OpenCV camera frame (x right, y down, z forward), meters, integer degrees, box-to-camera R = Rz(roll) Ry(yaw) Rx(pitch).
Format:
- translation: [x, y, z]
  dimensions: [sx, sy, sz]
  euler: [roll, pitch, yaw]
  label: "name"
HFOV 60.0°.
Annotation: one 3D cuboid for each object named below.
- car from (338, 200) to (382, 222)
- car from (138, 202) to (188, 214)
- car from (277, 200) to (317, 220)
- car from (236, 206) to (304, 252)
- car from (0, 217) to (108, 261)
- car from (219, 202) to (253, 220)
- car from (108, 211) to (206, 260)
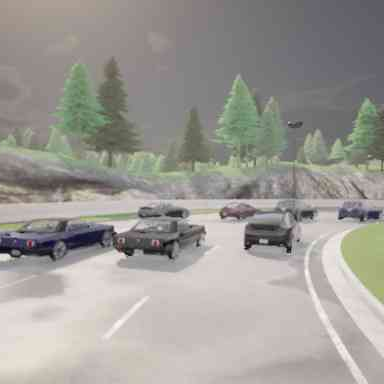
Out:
- translation: [14.352, 1.517, 28.256]
  dimensions: [4.553, 1.767, 2.097]
  euler: [1, 0, -41]
  label: "car"
- translation: [-2.122, 1.496, 25.919]
  dimensions: [2.128, 1.511, 4.902]
  euler: [0, 0, 33]
  label: "car"
- translation: [8.643, 1.462, 27.720]
  dimensions: [2.097, 1.767, 4.553]
  euler: [1, 0, 43]
  label: "car"
- translation: [3.540, 1.552, 14.263]
  dimensions: [1.837, 1.490, 4.892]
  euler: [0, 0, 23]
  label: "car"
- translation: [-4.699, 1.567, 12.217]
  dimensions: [1.895, 1.301, 4.718]
  euler: [1, 0, 17]
  label: "car"
- translation: [4.061, 1.591, 27.921]
  dimensions: [1.812, 1.442, 4.674]
  euler: [0, 0, 40]
  label: "car"
- translation: [-0.943, 1.604, 12.554]
  dimensions: [1.895, 1.301, 4.718]
  euler: [1, 0, 19]
  label: "car"
